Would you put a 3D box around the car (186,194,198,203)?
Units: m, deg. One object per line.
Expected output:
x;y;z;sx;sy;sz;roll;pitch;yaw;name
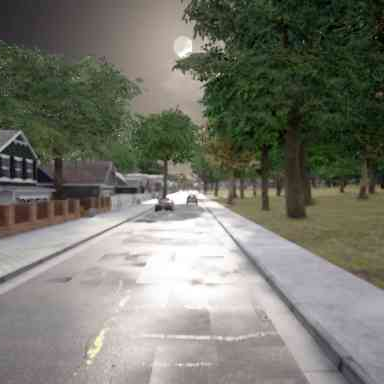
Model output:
-0.021;1.167;62.141;2.033;1.411;5.357;0;0;0;car

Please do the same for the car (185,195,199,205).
-0.017;1.195;51.722;2.128;1.511;4.902;0;0;0;car

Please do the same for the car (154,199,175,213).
-2.776;1.422;34.379;1.895;1.301;4.718;0;0;0;car
